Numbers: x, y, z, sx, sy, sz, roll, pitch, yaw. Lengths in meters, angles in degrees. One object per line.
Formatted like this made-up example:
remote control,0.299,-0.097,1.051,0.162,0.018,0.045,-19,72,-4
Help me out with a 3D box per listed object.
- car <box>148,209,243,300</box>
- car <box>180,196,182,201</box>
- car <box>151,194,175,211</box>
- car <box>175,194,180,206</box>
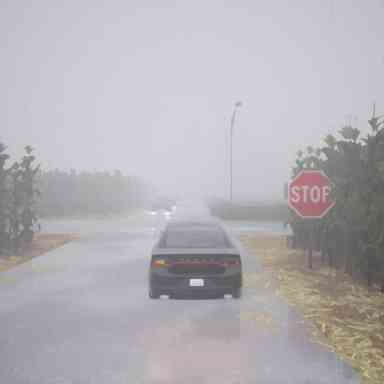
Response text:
car,0.038,1.426,8.385,1.882,1.535,5.008,0,1,-1
car,-3.106,1.129,64.136,1.837,1.490,4.892,0,1,0
car,-3.197,1.245,35.699,1.837,1.490,4.892,0,0,0
car,-3.192,1.061,47.072,2.097,1.767,4.553,0,0,0
